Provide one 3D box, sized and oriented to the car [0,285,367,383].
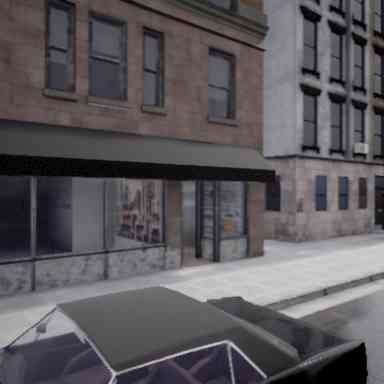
[{"bbox_3d":[-0.731,1.606,2.550,4.718,1.301,1.895,0,0,-35],"label":"car"}]
